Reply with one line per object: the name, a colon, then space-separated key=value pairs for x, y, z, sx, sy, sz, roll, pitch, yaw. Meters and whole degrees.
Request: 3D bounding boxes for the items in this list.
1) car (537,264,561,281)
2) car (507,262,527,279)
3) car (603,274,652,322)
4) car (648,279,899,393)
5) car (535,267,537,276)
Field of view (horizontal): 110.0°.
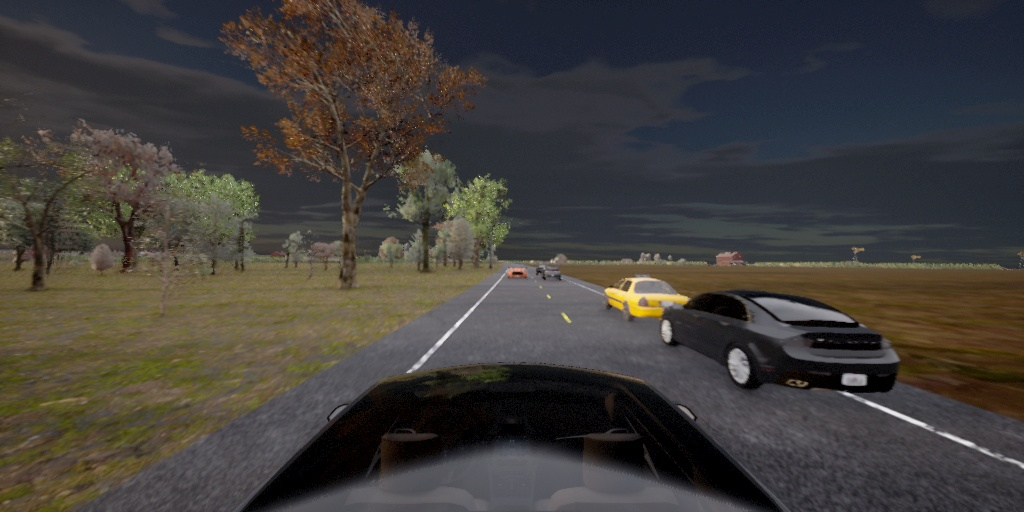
car: x=4.133 y=1.774 z=38.259 sx=2.128 sy=1.511 sz=4.902 roll=1 pitch=-1 yaw=1
car: x=0.594 y=1.568 z=39.462 sx=2.097 sy=1.767 sz=4.553 roll=1 pitch=-1 yaw=1
car: x=4.730 y=1.449 z=13.366 sx=1.801 sy=1.575 sz=5.366 roll=1 pitch=-1 yaw=1
car: x=4.593 y=1.422 z=7.171 sx=1.837 sy=1.490 sz=4.892 roll=1 pitch=-1 yaw=1
car: x=4.210 y=1.898 z=49.311 sx=1.882 sy=1.535 sz=5.008 roll=1 pitch=0 yaw=0
